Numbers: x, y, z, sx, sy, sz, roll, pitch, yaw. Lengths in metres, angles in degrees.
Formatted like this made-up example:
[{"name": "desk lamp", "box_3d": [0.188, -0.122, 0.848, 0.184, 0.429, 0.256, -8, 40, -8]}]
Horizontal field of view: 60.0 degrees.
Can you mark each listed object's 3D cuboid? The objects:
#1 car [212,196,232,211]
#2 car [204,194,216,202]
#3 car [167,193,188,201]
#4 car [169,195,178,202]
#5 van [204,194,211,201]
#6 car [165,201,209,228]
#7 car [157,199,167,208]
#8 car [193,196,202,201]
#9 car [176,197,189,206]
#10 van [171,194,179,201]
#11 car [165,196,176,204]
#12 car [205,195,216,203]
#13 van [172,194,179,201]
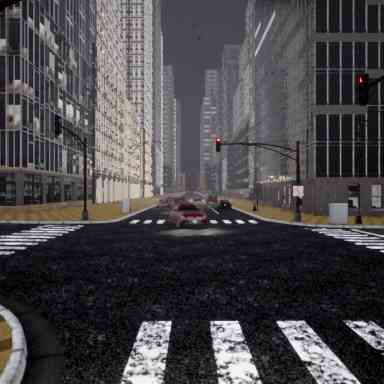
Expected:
[{"name": "car", "box_3d": [3.941, 1.579, 41.786, 1.947, 1.339, 4.313, 0, 0, 0]}, {"name": "car", "box_3d": [3.807, 1.313, 63.894, 2.192, 1.841, 5.009, 0, 0, 0]}, {"name": "car", "box_3d": [-1.512, 1.365, 39.658, 2.097, 1.767, 4.553, 0, 0, 0]}, {"name": "car", "box_3d": [-4.116, 1.426, 74.920, 1.967, 1.590, 4.097, 0, 0, 0]}, {"name": "van", "box_3d": [3.742, 1.321, 80.478, 1.690, 1.788, 3.998, 0, 0, 0]}, {"name": "car", "box_3d": [-0.375, 1.547, 22.473, 1.812, 1.442, 4.674, 0, 0, -14]}, {"name": "car", "box_3d": [-4.010, 1.592, 47.281, 1.802, 1.307, 4.206, 0, 0, 0]}, {"name": "car", "box_3d": [1.218, 1.529, 72.899, 2.033, 1.411, 5.357, 0, 0, 0]}, {"name": "car", "box_3d": [-1.565, 1.552, 55.137, 2.033, 1.411, 5.357, 0, 0, 0]}, {"name": "van", "box_3d": [-4.138, 1.321, 80.447, 1.690, 1.788, 3.998, 0, 0, 0]}, {"name": "car", "box_3d": [-4.073, 1.563, 63.864, 1.947, 1.339, 4.313, 0, 0, 0]}, {"name": "car", "box_3d": [3.785, 1.432, 69.423, 1.967, 1.590, 4.097, 0, 0, 0]}, {"name": "van", "box_3d": [-4.159, 1.315, 85.975, 1.690, 1.788, 3.998, 0, 0, 0]}]
